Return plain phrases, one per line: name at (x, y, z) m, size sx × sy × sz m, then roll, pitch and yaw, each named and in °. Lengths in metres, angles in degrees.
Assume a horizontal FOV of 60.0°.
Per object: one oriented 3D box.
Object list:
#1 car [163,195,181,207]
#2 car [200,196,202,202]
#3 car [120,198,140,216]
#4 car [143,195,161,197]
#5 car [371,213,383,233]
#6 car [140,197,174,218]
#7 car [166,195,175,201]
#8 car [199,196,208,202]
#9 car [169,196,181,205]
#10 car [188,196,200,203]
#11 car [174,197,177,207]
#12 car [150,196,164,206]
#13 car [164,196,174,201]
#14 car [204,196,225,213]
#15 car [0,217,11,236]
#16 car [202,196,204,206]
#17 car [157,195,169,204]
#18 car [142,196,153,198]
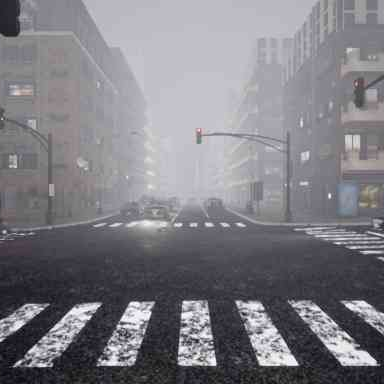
car at (-3.117, 1.578, 49.879) m, size 1.994 × 1.385 × 4.181 m, roll 0°, pitch 0°, yaw 0°
car at (2.659, 1.599, 54.907) m, size 1.802 × 1.307 × 4.206 m, roll 0°, pitch 0°, yaw 0°
car at (-5.708, 1.572, 32.170) m, size 1.947 × 1.339 × 4.313 m, roll 0°, pitch 0°, yaw 0°
car at (-5.715, 1.326, 43.535) m, size 2.192 × 1.841 × 5.009 m, roll 0°, pitch 0°, yaw 0°
car at (11.067, 1.257, 15.737) m, size 4.902 × 1.511 × 2.128 m, roll -1°, pitch 0°, yaw -4°
car at (-3.108, 1.498, 30.602) m, size 2.128 × 1.511 × 4.902 m, roll 0°, pitch 0°, yaw 1°
car at (-5.742, 1.595, 88.994) m, size 2.008 × 1.369 × 4.403 m, roll 0°, pitch 0°, yaw 0°
car at (2.645, 1.585, 77.636) m, size 2.008 × 1.369 × 4.403 m, roll 0°, pitch 0°, yaw 0°
car at (-3.080, 1.498, 59.889) m, size 1.882 × 1.535 × 5.008 m, roll 0°, pitch 0°, yaw 0°
car at (0.003, 1.539, 70.587) m, size 2.128 × 1.511 × 4.902 m, roll 0°, pitch 0°, yaw 0°
car at (-3.121, 1.610, 39.901) m, size 1.895 × 1.301 × 4.718 m, roll 0°, pitch 0°, yaw 0°
car at (-5.721, 1.457, 54.900) m, size 1.967 × 1.590 × 4.097 m, roll 0°, pitch 0°, yaw 0°
car at (-5.739, 1.590, 83.311) m, size 2.008 × 1.369 × 4.403 m, roll 0°, pitch 0°, yaw 0°
car at (2.669, 1.449, 37.859) m, size 1.967 × 1.590 × 4.097 m, roll 0°, pitch 0°, yaw 0°
car at (-11.251, 1.681, 15.686) m, size 4.892 × 1.490 × 1.837 m, roll -1°, pitch 0°, yaw -1°
car at (2.665, 1.451, 43.542) m, size 1.967 × 1.590 × 4.097 m, roll 0°, pitch 0°, yaw 0°
car at (-5.728, 1.465, 66.265) m, size 1.967 × 1.590 × 4.097 m, roll 0°, pitch 0°, yaw 0°
car at (-5.711, 1.534, 37.683) m, size 1.752 × 1.417 × 4.829 m, roll 0°, pitch 0°, yaw 0°
